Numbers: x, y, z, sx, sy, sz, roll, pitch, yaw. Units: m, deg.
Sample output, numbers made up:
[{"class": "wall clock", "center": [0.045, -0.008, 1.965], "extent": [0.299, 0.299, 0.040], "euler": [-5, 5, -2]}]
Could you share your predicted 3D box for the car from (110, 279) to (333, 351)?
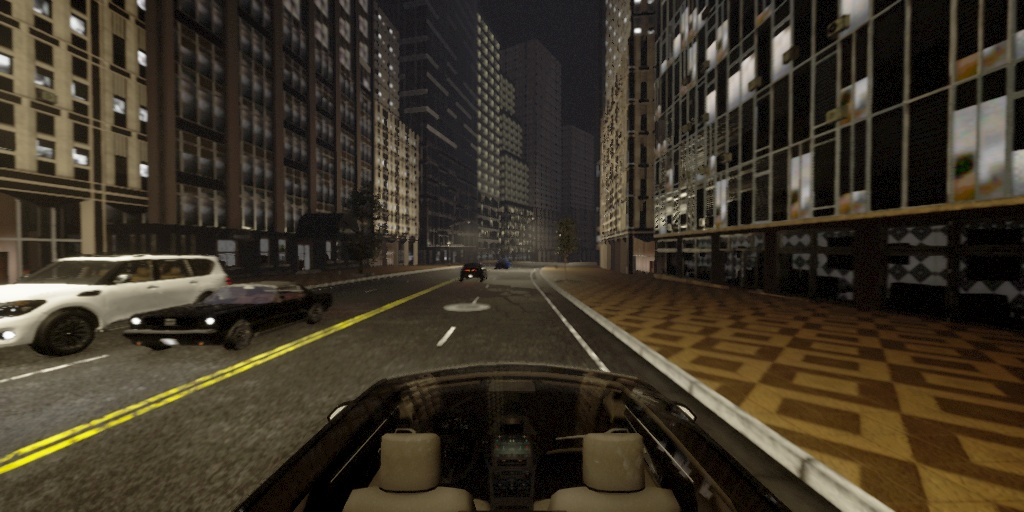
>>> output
[{"class": "car", "center": [-6.590, 1.348, 9.118], "extent": [1.895, 1.301, 4.718], "euler": [0, 0, 0]}]

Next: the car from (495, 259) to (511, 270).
[{"class": "car", "center": [-1.283, 1.253, 53.303], "extent": [1.882, 1.535, 5.008], "euler": [0, 0, 7]}]

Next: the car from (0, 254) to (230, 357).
[{"class": "car", "center": [-9.842, 0.969, 8.896], "extent": [2.150, 2.045, 5.566], "euler": [0, 0, 0]}]

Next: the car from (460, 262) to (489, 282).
[{"class": "car", "center": [-3.048, 1.255, 29.277], "extent": [1.837, 1.490, 4.892], "euler": [0, 0, 1]}]
